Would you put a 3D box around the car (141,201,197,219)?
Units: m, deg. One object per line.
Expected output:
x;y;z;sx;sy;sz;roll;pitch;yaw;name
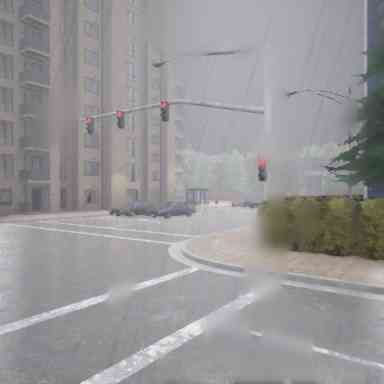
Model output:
-1.706;1.547;29.485;2.033;1.411;5.357;0;0;36;car

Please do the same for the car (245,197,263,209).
9.359;1.601;44.548;1.895;1.301;4.718;0;0;37;car

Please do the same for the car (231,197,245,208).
7.421;1.493;47.813;2.128;1.511;4.902;0;0;36;car

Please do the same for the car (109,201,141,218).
-5.092;1.547;30.783;2.033;1.411;5.357;0;0;36;car
